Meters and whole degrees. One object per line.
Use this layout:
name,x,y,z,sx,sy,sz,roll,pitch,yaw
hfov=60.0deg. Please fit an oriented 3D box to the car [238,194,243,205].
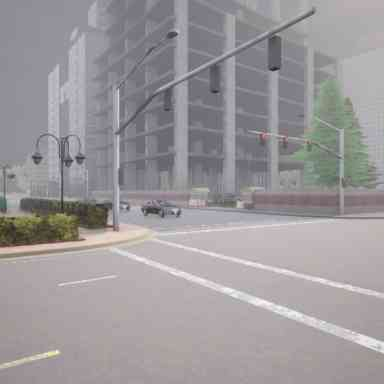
car,7.346,1.114,55.157,1.905,1.878,3.866,0,0,-36

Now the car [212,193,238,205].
car,4.957,1.114,53.441,1.905,1.878,3.866,0,0,-36

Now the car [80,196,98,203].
car,-20.713,1.545,66.671,1.895,1.301,4.718,0,0,-36

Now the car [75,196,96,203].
car,-15.113,1.508,46.750,1.994,1.385,4.181,0,0,-36

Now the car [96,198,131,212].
car,-8.694,1.436,37.900,2.128,1.511,4.902,0,0,-36

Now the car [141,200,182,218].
car,-2.819,1.436,29.815,2.128,1.511,4.902,0,0,-36
